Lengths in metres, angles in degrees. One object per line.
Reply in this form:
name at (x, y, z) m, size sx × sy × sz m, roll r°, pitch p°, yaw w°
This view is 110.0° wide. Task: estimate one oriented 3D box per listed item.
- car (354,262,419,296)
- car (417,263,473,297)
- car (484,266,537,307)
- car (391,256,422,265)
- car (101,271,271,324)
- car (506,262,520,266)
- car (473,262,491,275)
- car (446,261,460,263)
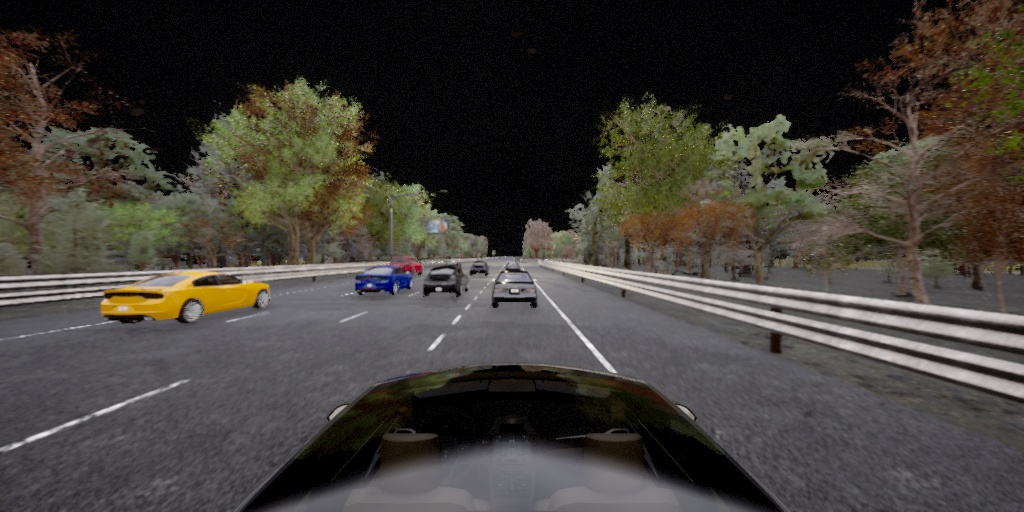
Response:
car at (-6.903, 1.273, 19.860) m, size 1.882 × 1.535 × 5.008 m, roll 0°, pitch 0°, yaw 0°
car at (-3.403, 1.300, 19.126) m, size 1.837 × 1.490 × 4.892 m, roll 0°, pitch 0°, yaw 0°
car at (0.097, 1.334, 15.724) m, size 2.033 × 1.411 × 5.357 m, roll 0°, pitch 0°, yaw 0°
car at (-10.406, 1.059, 35.514) m, size 2.150 × 2.045 × 5.566 m, roll 0°, pitch 0°, yaw 0°
car at (-10.402, 1.252, 12.062) m, size 1.882 × 1.535 × 5.008 m, roll 0°, pitch 0°, yaw 0°
car at (0.093, 1.437, 48.269) m, size 1.994 × 1.385 × 4.181 m, roll 0°, pitch 0°, yaw 0°
car at (-3.406, 1.353, 38.687) m, size 1.837 × 1.490 × 4.892 m, roll 0°, pitch 0°, yaw 0°
car at (-6.906, 1.348, 42.263) m, size 2.128 × 1.511 × 4.902 m, roll 0°, pitch 0°, yaw 0°
